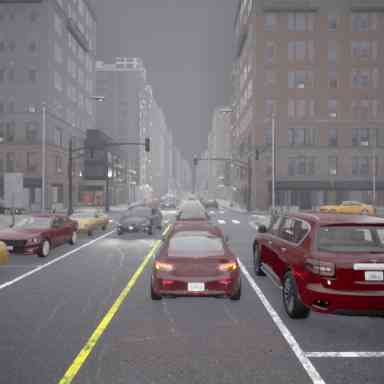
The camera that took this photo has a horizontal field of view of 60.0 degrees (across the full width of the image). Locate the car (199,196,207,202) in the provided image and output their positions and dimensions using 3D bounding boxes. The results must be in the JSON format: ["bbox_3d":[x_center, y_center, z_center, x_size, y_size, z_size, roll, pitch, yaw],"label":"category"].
[{"bbox_3d":[2.661,1.607,79.588,1.802,1.307,4.206,1,0,0],"label":"car"}]

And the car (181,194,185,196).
[{"bbox_3d":[-3.043,1.565,65.744,2.033,1.411,5.357,0,0,1],"label":"car"}]

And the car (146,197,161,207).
[{"bbox_3d":[-5.859,1.557,51.228,1.887,1.381,4.507,1,0,0],"label":"car"}]

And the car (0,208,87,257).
[{"bbox_3d":[-5.852,1.547,12.911,1.887,1.381,4.507,1,0,0],"label":"car"}]

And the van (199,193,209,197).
[{"bbox_3d":[2.667,1.357,62.568,1.690,1.788,3.998,1,0,0],"label":"van"}]

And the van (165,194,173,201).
[{"bbox_3d":[-5.863,1.370,85.265,1.690,1.788,3.998,1,0,0],"label":"van"}]

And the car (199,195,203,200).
[{"bbox_3d":[2.665,1.596,56.894,1.802,1.307,4.206,1,0,0],"label":"car"}]

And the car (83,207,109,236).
[{"bbox_3d":[-5.852,1.529,18.365,1.752,1.417,4.829,1,0,0],"label":"car"}]

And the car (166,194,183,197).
[{"bbox_3d":[-3.098,1.561,55.315,2.033,1.411,5.357,0,0,0],"label":"car"}]

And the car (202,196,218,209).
[{"bbox_3d":[2.668,1.592,45.547,1.802,1.307,4.206,1,0,0],"label":"car"}]

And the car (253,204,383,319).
[{"bbox_3d":[2.678,1.316,7.279,2.192,1.841,5.009,1,0,0],"label":"car"}]

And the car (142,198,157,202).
[{"bbox_3d":[-5.858,1.555,45.555,1.887,1.381,4.507,1,0,0],"label":"car"}]

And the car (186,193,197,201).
[{"bbox_3d":[-0.015,1.569,85.281,2.033,1.411,5.357,0,0,0],"label":"car"}]

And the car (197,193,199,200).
[{"bbox_3d":[2.666,1.334,68.241,2.192,1.841,5.009,1,0,0],"label":"car"}]

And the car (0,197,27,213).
[{"bbox_3d":[-17.266,1.198,29.723,4.553,1.767,2.097,1,-1,0],"label":"car"}]

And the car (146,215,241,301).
[{"bbox_3d":[0.084,1.527,8.235,1.812,1.442,4.674,0,0,0],"label":"car"}]

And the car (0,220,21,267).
[{"bbox_3d":[-5.850,1.527,7.116,1.752,1.417,4.829,1,0,0],"label":"car"}]

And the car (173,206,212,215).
[{"bbox_3d":[0.060,1.605,17.413,1.895,1.301,4.718,0,0,0],"label":"car"}]

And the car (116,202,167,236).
[{"bbox_3d":[-2.808,1.510,18.548,1.837,1.490,4.892,-1,0,4],"label":"car"}]

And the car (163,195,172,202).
[{"bbox_3d":[-5.863,1.465,79.592,1.967,1.590,4.097,1,0,0],"label":"car"}]

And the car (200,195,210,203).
[{"bbox_3d":[2.666,1.594,51.221,1.802,1.307,4.206,1,0,0],"label":"car"}]

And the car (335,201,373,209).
[{"bbox_3d":[15.118,1.641,32.745,5.008,1.535,1.882,0,-1,1],"label":"car"}]

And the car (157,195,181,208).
[{"bbox_3d":[-3.092,1.502,45.464,2.128,1.511,4.902,0,0,1],"label":"car"}]

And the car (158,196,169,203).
[{"bbox_3d":[-5.862,1.601,68.247,1.802,1.307,4.206,1,0,0],"label":"car"}]

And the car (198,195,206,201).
[{"bbox_3d":[2.659,1.598,90.934,1.947,1.339,4.313,1,0,0],"label":"car"}]
